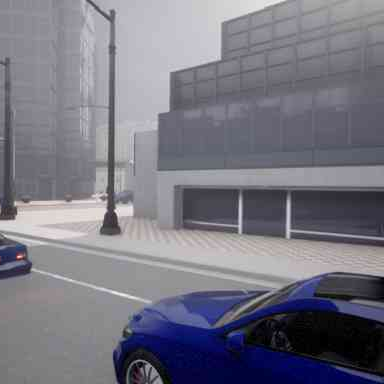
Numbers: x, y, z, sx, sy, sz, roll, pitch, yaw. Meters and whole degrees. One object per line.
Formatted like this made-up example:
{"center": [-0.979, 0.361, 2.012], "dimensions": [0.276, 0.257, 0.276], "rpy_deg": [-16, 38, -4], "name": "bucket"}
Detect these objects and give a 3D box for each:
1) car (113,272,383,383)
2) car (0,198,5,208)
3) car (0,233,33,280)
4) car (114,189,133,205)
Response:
{"center": [1.322, 1.517, 3.045], "dimensions": [4.674, 1.442, 1.812], "rpy_deg": [0, 0, 36], "name": "car"}
{"center": [-20.073, 0.936, 30.989], "dimensions": [1.882, 1.535, 5.008], "rpy_deg": [1, 1, 36], "name": "car"}
{"center": [-6.221, 1.441, 8.507], "dimensions": [5.357, 1.411, 2.033], "rpy_deg": [1, 1, 36], "name": "car"}
{"center": [-8.626, 0.628, 46.405], "dimensions": [2.150, 2.045, 5.566], "rpy_deg": [1, 1, 36], "name": "car"}
